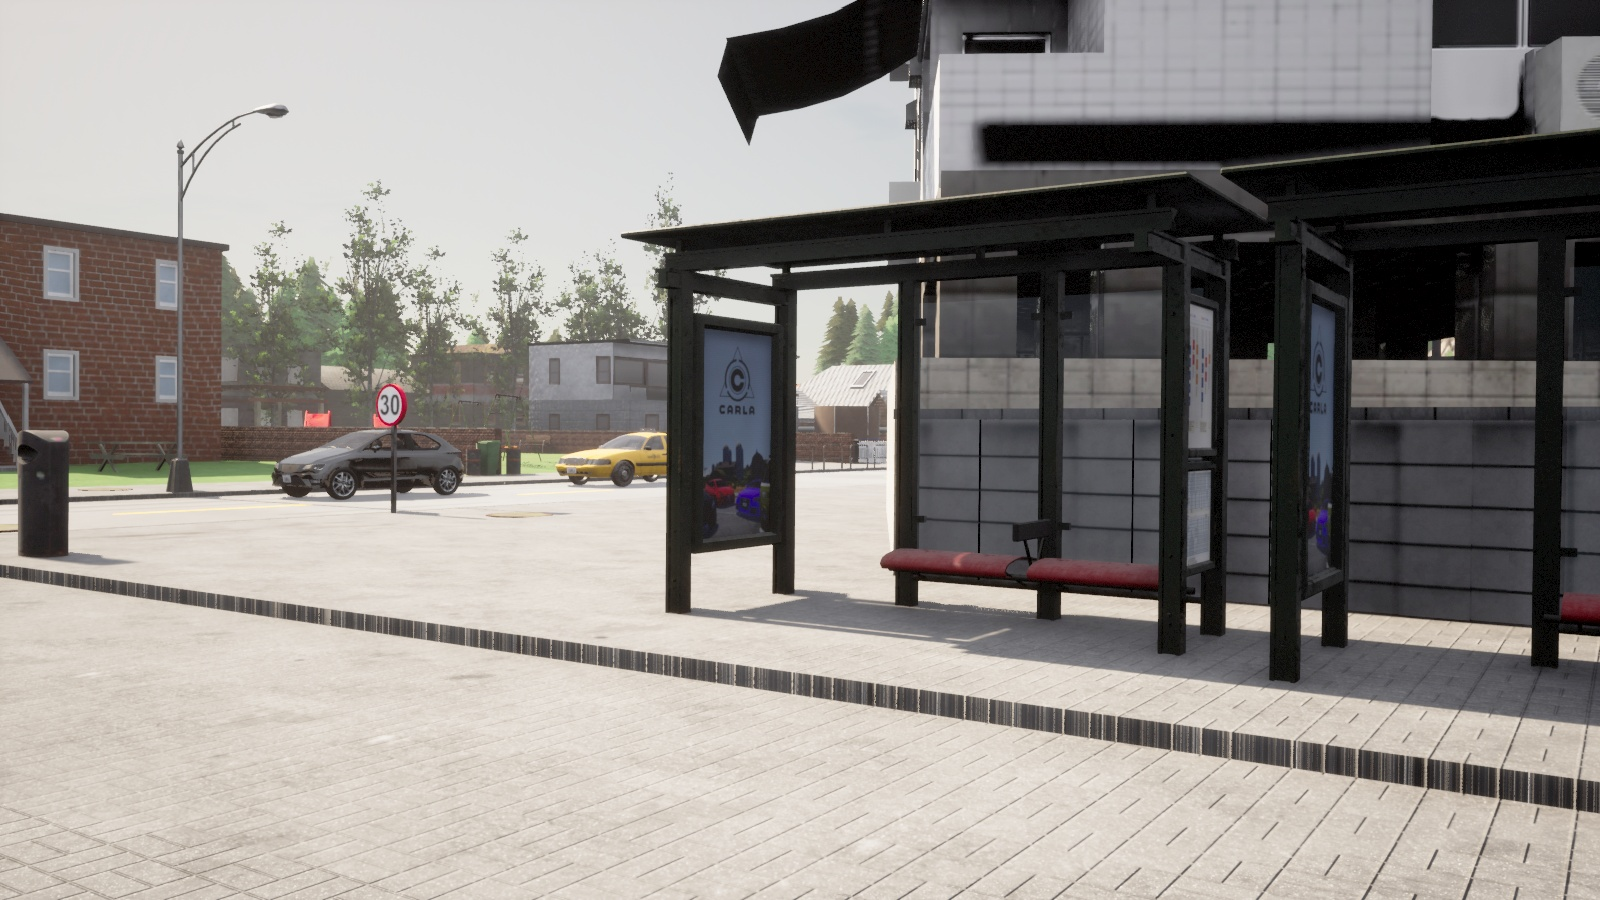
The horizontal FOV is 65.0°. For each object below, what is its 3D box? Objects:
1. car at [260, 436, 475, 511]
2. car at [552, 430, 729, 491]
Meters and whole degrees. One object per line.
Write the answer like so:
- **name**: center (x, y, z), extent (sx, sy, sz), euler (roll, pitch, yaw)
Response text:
- **car**: center (-9.382, 0.454, 27.524), extent (1.816, 1.474, 4.193), euler (0, 1, 34)
- **car**: center (-4.336, 0.230, 35.138), extent (1.801, 1.575, 5.366), euler (0, 1, 34)
